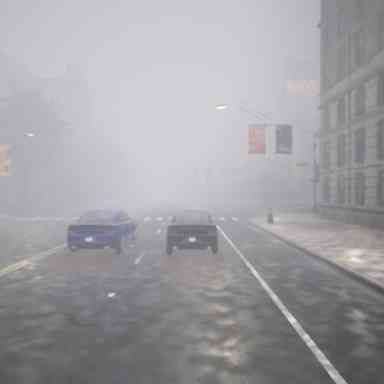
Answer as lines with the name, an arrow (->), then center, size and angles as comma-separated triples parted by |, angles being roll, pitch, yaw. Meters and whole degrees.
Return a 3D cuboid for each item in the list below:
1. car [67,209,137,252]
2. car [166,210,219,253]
car -> -3.497, 1.456, 13.754 | 1.882, 1.535, 5.008 | 0, 0, 0
car -> 0.003, 1.457, 13.636 | 1.882, 1.535, 5.008 | 0, 0, 0
